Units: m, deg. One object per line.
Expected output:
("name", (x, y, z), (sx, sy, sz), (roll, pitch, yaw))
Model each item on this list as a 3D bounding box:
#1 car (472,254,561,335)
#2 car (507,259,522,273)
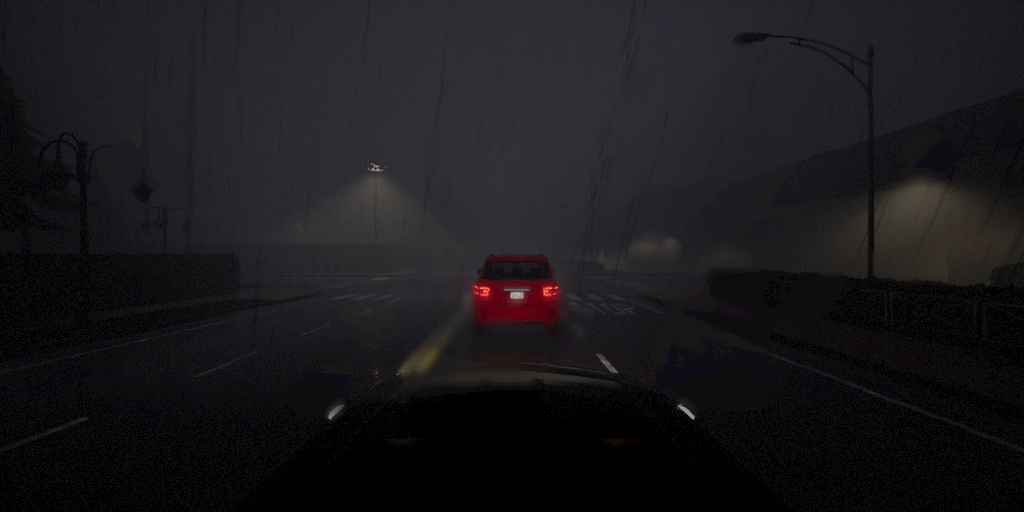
("car", (0.115, 0.971, 10.677), (2.150, 2.045, 5.566), (0, 0, 0))
("car", (0.325, 1.228, 45.534), (1.882, 1.535, 5.008), (0, 0, 1))
